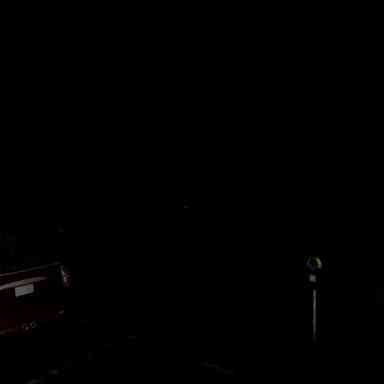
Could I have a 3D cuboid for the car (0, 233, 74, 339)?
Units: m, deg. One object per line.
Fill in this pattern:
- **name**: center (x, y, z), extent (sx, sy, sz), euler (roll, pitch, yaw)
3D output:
- **car**: center (-3.995, 1.440, 5.928), extent (4.097, 1.590, 1.967), euler (0, 0, 36)
